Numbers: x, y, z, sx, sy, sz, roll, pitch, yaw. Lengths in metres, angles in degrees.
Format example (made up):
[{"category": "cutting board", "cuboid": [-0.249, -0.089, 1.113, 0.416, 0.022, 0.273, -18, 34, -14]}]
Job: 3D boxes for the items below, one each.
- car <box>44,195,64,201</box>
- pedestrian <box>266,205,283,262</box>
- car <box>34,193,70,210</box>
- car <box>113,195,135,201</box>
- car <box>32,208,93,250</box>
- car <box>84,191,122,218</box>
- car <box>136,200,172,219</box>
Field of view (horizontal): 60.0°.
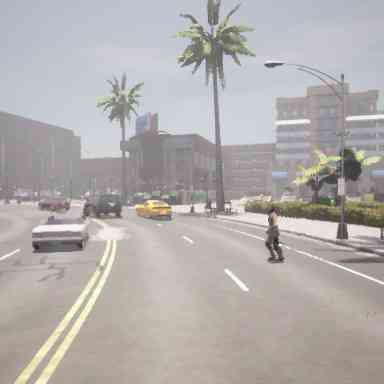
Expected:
[{"category": "car", "cuboid": [-33.346, 1.405, 80.228, 4.193, 1.474, 1.816, 0, 0, 18]}, {"category": "pedestrian", "cuboid": [2.599, 1.294, 10.695, 0.375, 1.860, 0.375, 0, 0, -9]}, {"category": "car", "cuboid": [-16.700, 1.352, 40.206, 4.553, 1.767, 2.097, 0, 0, 40]}, {"category": "car", "cuboid": [-16.188, 1.420, 78.745, 4.674, 1.452, 2.002, 0, 0, 18]}, {"category": "car", "cuboid": [-5.546, 1.601, 14.494, 1.895, 1.301, 4.718, 0, 0, -14]}, {"category": "car", "cuboid": [-8.246, 1.223, 30.507, 2.150, 2.045, 5.566, 0, 0, -33]}, {"category": "car", "cuboid": [-3.434, 1.477, 29.127, 1.882, 1.535, 5.008, 0, 0, -27]}]
